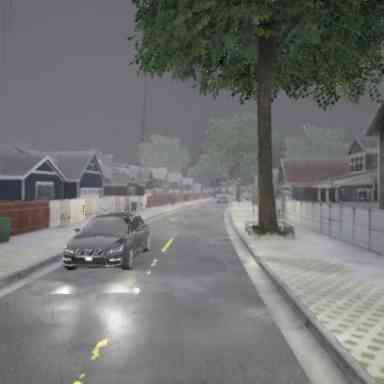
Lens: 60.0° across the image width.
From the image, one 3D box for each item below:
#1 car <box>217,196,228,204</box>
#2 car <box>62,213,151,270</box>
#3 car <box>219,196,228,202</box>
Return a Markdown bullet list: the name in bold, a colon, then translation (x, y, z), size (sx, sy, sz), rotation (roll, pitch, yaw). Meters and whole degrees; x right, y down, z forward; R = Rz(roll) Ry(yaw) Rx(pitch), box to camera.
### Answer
- **car**: translation (5.844, 1.583, 64.940), size (1.994, 1.385, 4.181), rotation (0, 0, 7)
- **car**: translation (-2.565, 1.489, 11.011), size (1.837, 1.490, 4.892), rotation (0, 0, 3)
- **car**: translation (7.153, 1.533, 74.925), size (1.994, 1.385, 4.181), rotation (0, 0, 7)
